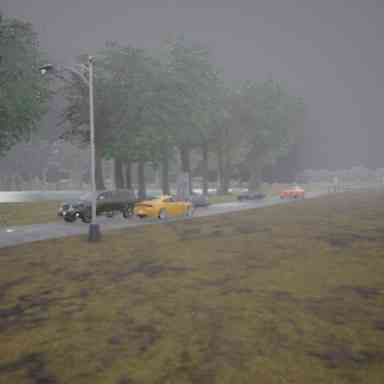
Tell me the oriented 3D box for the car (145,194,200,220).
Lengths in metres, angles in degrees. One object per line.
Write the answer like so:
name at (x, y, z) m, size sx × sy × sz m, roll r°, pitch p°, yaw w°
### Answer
car at (-1.816, 1.006, 23.116) m, size 1.882 × 1.535 × 5.008 m, roll -1°, pitch 1°, yaw 36°

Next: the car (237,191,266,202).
car at (7.385, 0.493, 41.194) m, size 1.895 × 1.301 × 4.718 m, roll -1°, pitch 2°, yaw 36°

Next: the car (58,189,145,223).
car at (-6.048, 0.861, 22.154) m, size 2.150 × 2.045 × 5.566 m, roll -1°, pitch 1°, yaw 35°

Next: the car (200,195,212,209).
car at (-0.145, 0.912, 30.532) m, size 2.033 × 1.411 × 5.357 m, roll -1°, pitch 1°, yaw 35°

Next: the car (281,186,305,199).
car at (13.844, -0.065, 45.363) m, size 2.097 × 1.767 × 4.553 m, roll -1°, pitch 2°, yaw 36°
